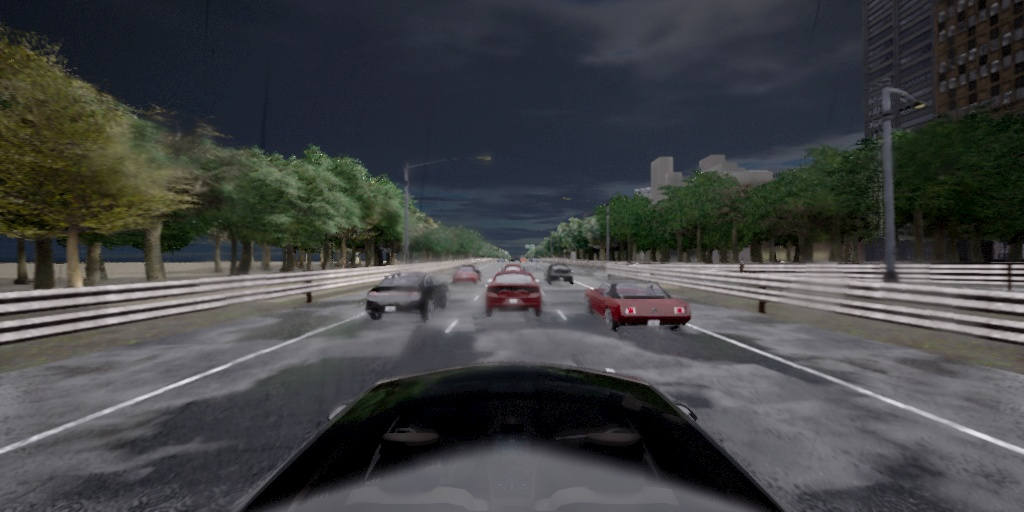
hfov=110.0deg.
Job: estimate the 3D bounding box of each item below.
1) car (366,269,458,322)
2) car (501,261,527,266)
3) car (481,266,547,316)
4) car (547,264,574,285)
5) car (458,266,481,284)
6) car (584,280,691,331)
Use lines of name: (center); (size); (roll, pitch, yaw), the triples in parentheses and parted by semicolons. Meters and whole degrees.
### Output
car: (-3.436, 1.301, 12.612); (2.128, 1.511, 4.902); (0, 0, 0)
car: (0.064, 1.390, 28.617); (1.812, 1.442, 4.674); (0, 0, 0)
car: (0.069, 1.292, 13.614); (1.882, 1.535, 5.008); (0, -1, 0)
car: (3.560, 1.371, 27.695); (1.837, 1.490, 4.892); (0, 0, 0)
car: (-3.437, 1.427, 28.169); (1.994, 1.385, 4.181); (0, 0, 0)
car: (3.559, 1.402, 11.176); (1.895, 1.301, 4.718); (0, 0, 0)
